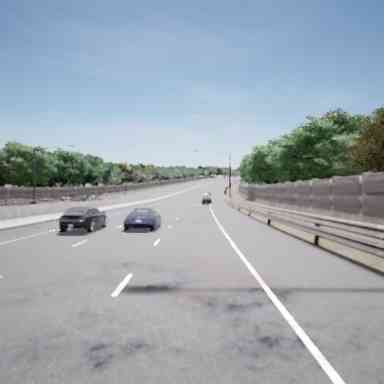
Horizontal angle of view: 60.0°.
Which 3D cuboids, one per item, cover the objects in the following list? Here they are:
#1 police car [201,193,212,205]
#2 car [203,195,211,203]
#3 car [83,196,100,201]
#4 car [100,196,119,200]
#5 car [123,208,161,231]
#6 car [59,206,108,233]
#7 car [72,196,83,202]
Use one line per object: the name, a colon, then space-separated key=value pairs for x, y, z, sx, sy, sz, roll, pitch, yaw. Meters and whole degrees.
police car: x=2.850 y=1.565 z=64.870 sx=1.930 sy=1.638 sz=5.238 roll=0 pitch=0 yaw=3
car: x=3.445 y=1.521 z=74.817 sx=1.801 sy=1.575 sz=5.366 roll=0 pitch=1 yaw=4
car: x=-19.196 y=1.676 z=65.565 sx=1.895 sy=1.301 sz=4.718 roll=0 pitch=0 yaw=3
car: x=-15.695 y=1.597 z=65.515 sx=2.128 sy=1.511 sz=4.902 roll=0 pitch=0 yaw=3
car: x=-3.180 y=1.714 z=21.961 sx=1.994 sy=1.385 sz=4.181 roll=0 pitch=0 yaw=1
car: x=-6.701 y=1.644 z=20.928 sx=1.837 sy=1.490 sz=4.892 roll=0 pitch=0 yaw=1
car: x=-22.608 y=1.562 z=67.187 sx=1.837 sy=1.490 sz=4.892 roll=0 pitch=0 yaw=3
